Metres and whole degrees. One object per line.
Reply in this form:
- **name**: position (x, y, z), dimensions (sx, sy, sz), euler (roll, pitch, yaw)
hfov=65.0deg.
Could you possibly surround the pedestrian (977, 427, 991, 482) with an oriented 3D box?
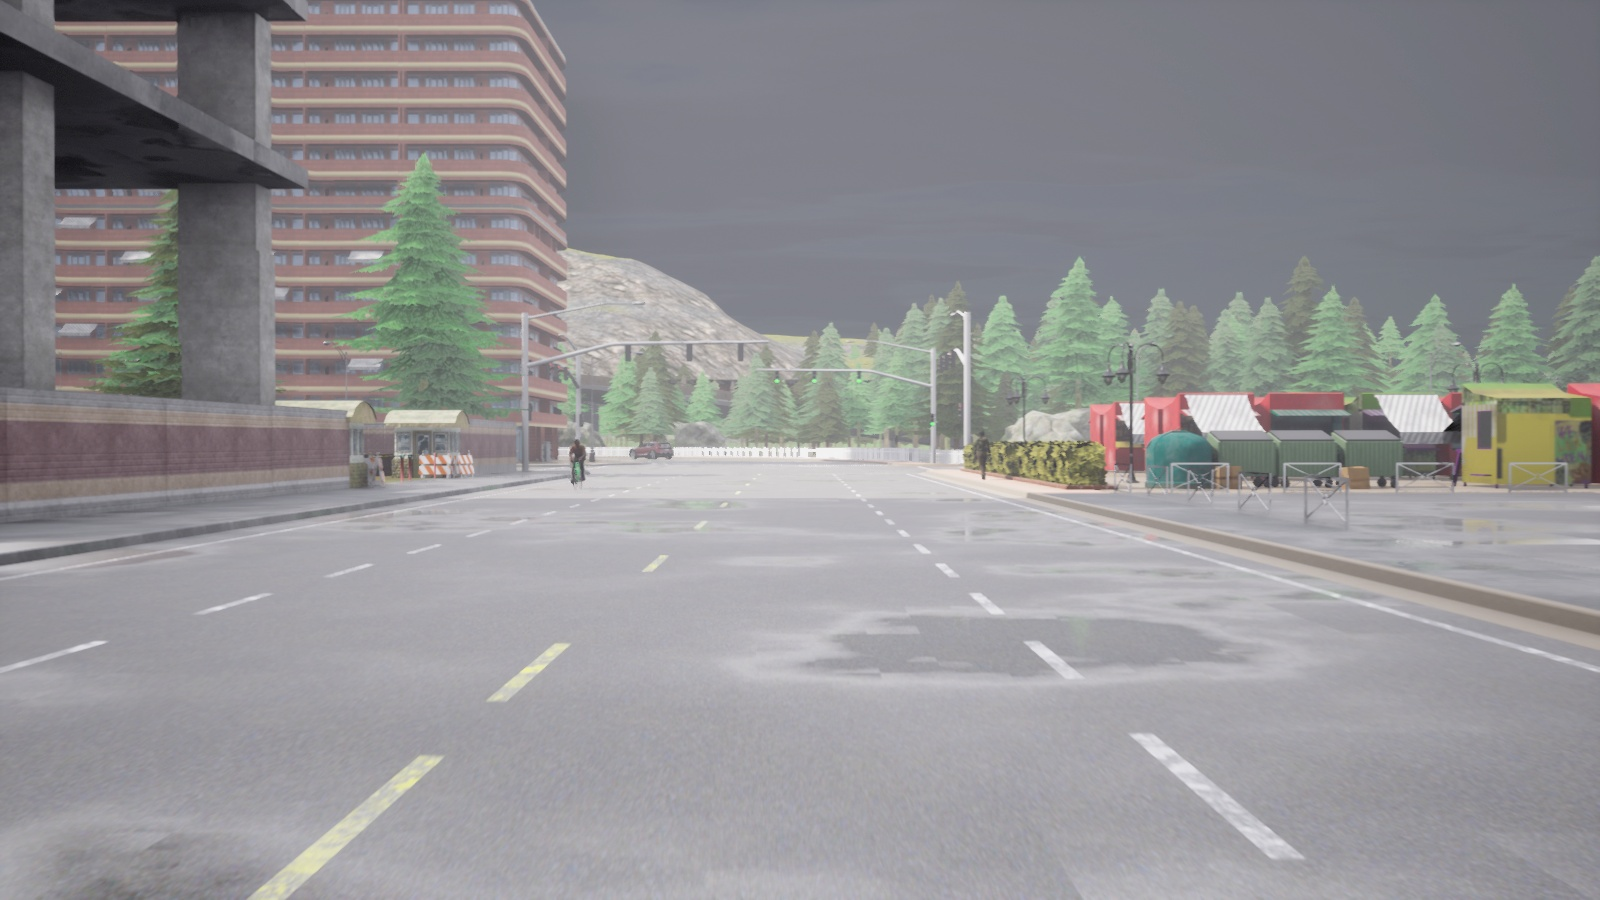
- **pedestrian**: position (6.569, 0.153, 44.864), dimensions (0.395, 1.930, 0.692), euler (0, 0, 2)

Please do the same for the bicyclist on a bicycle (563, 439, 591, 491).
- **bicyclist on a bicycle**: position (-7.092, 0.469, 40.002), dimensions (0.582, 1.620, 1.656), euler (0, 1, 0)
